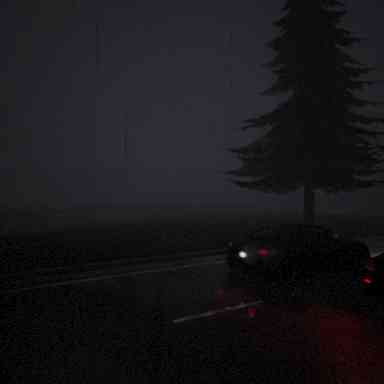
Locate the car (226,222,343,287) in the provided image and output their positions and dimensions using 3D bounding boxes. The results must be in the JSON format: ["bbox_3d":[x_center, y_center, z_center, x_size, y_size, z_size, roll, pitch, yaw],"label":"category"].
[{"bbox_3d":[3.028,1.546,9.322,4.181,1.385,1.994,0,0,-29],"label":"car"}]

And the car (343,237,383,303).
[{"bbox_3d":[5.410,1.521,6.674,4.674,1.442,1.812,0,0,-29],"label":"car"}]
